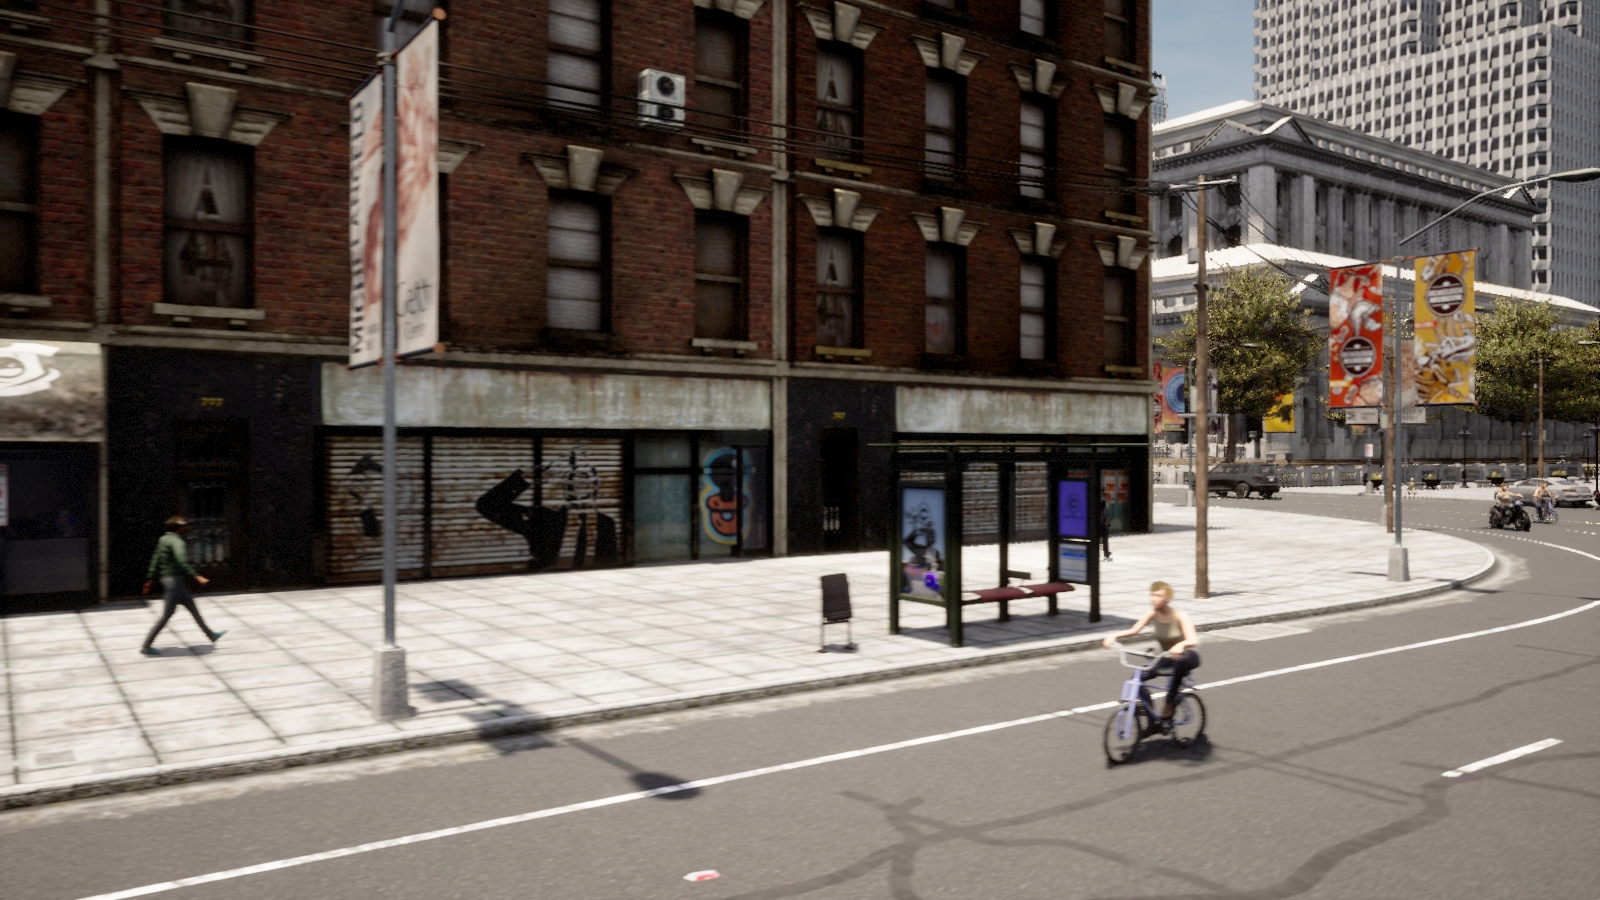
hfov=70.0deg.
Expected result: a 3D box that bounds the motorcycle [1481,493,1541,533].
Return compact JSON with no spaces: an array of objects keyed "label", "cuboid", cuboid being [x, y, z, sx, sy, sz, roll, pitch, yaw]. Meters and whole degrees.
[{"label":"motorcycle","cuboid":[24.682,2.170,39.710,0.764,1.277,2.356,-1,0,4]}]

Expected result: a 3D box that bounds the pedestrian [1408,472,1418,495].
[{"label":"pedestrian","cuboid":[36.255,1.976,67.610,0.375,1.300,0.375,0,0,-34]}]

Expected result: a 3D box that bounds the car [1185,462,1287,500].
[{"label":"car","cuboid":[25.487,1.778,67.012,2.150,2.045,5.566,0,0,-27]}]

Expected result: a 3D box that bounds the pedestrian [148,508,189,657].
[{"label":"pedestrian","cuboid":[-8.136,1.696,14.730,0.375,1.860,0.375,0,0,-45]}]

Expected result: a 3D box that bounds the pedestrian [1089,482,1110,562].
[{"label":"pedestrian","cuboid":[7.116,1.696,27.157,0.375,1.860,0.375,0,0,35]}]
